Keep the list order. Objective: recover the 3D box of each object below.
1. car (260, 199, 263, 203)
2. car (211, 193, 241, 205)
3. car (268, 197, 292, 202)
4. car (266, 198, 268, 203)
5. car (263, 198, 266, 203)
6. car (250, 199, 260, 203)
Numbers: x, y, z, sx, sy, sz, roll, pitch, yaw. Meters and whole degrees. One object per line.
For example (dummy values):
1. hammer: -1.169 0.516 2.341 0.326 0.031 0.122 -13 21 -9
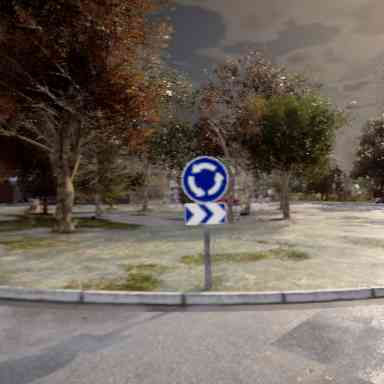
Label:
1. car: 22.241 2.558 91.805 5.366 1.575 1.946 -2 -3 4
2. car: 5.361 1.214 55.889 5.566 2.045 2.150 -2 1 14
3. car: 21.652 2.004 80.814 4.892 1.521 2.231 -2 -3 4
4. car: 21.845 2.145 83.559 5.008 1.535 2.097 -2 -3 4
5. car: 22.264 2.450 89.038 4.792 1.488 2.163 -2 -3 4
6. car: 16.927 2.639 92.559 2.097 1.767 4.553 -2 -3 4
